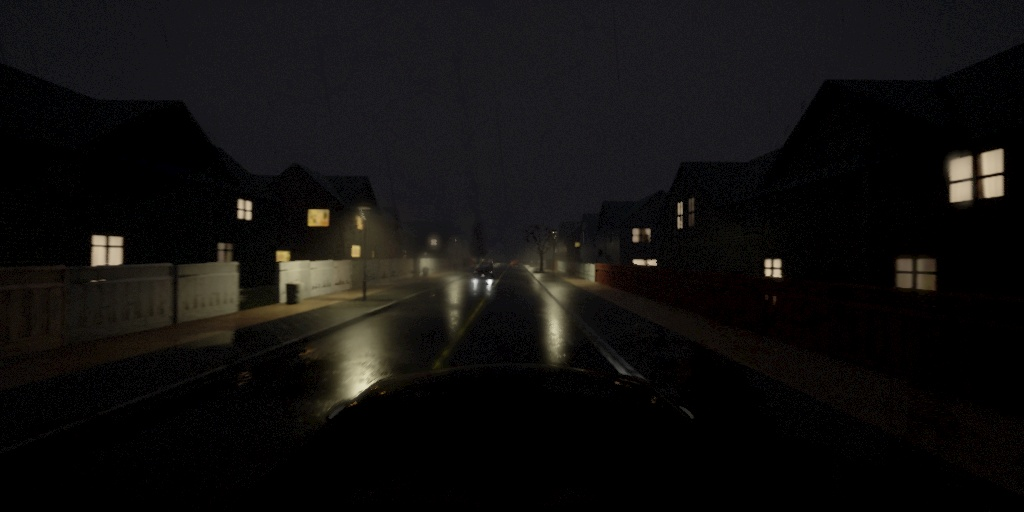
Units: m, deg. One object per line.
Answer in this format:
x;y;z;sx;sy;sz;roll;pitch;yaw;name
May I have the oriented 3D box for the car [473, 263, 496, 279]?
-2.504;1.333;33.984;2.033;1.411;5.357;1;0;0;car
